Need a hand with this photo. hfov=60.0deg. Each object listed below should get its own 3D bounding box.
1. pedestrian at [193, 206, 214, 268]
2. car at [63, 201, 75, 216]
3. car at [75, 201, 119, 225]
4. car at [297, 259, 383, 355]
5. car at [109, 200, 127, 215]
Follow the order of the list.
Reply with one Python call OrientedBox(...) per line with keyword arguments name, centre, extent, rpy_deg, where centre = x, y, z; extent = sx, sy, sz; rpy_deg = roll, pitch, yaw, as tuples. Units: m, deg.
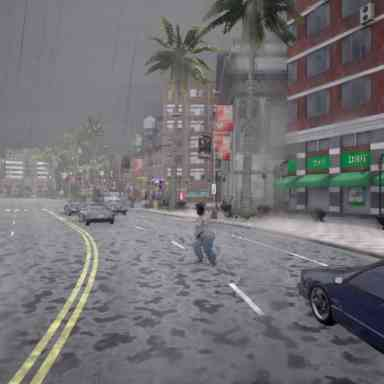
OrientedBox(name="pedestrian", centre=(0.343, 1.294, 9.866), extent=(0.375, 1.860, 0.375), rpy_deg=(0, 0, -13))
OrientedBox(name="car", centre=(-11.501, 1.547, 32.934), extent=(2.033, 1.411, 5.357), rpy_deg=(0, 0, -27))
OrientedBox(name="car", centre=(-6.960, 1.564, 24.015), extent=(1.994, 1.385, 4.181), rpy_deg=(0, 0, -26))
OrientedBox(name="car", centre=(3.289, 1.547, 4.174), extent=(2.033, 1.411, 5.357), rpy_deg=(0, 0, -8))
OrientedBox(name="car", centre=(-7.946, 1.547, 33.637), extent=(2.033, 1.411, 5.357), rpy_deg=(0, 0, -24))
